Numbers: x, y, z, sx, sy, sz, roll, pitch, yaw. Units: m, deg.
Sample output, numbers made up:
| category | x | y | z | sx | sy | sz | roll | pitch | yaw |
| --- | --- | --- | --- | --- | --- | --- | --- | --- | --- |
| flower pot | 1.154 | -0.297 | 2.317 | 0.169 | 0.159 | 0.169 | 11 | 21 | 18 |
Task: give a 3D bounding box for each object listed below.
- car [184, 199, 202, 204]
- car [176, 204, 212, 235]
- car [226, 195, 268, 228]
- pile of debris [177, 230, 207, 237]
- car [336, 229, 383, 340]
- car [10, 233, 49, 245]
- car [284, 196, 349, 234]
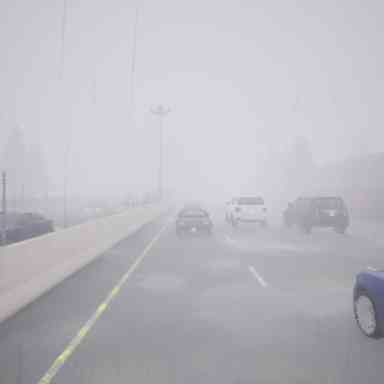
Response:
| category | x | y | z | sx | sy | sz | roll | pitch | yaw |
| --- | --- | --- | --- | --- | --- | --- | --- | --- | --- |
| car | 0.103 | 1.539 | 36.623 | 1.812 | 1.442 | 4.674 | 0 | 0 | 0 |
| car | 0.089 | 1.606 | 18.986 | 1.895 | 1.301 | 4.718 | 0 | 0 | 0 |
| car | 3.602 | 1.230 | 22.646 | 2.150 | 2.045 | 5.566 | 0 | 0 | 0 |
| pile of debris | 0.001 | 2.182 | 17.409 | 1.500 | 0.140 | 1.860 | 0 | 0 | 0 |
| car | 3.604 | 1.479 | 3.535 | 1.882 | 1.535 | 5.008 | 0 | 0 | 0 |
| car | -7.100 | 1.481 | 12.886 | 1.882 | 1.535 | 5.008 | 0 | 0 | 0 |
| car | 7.101 | 1.229 | 19.540 | 2.150 | 2.045 | 5.566 | 0 | 0 | 0 |
